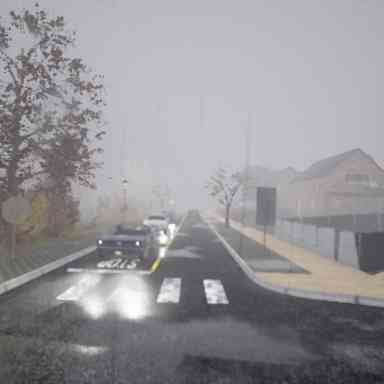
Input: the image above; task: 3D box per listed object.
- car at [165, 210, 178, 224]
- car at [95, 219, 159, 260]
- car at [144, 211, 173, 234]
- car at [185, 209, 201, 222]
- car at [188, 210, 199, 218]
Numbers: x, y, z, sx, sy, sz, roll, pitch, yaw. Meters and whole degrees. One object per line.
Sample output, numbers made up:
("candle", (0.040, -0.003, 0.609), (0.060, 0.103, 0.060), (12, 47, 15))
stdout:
("car", (-2.749, 2.961, 40.240), (2.128, 1.511, 4.902), (2, -2, 0))
("car", (-2.803, 2.112, 14.902), (1.895, 1.301, 4.718), (2, -2, 0))
("car", (-2.792, 2.469, 26.374), (1.812, 1.442, 4.674), (2, -2, 0))
("car", (0.189, 3.185, 46.960), (2.097, 1.767, 4.553), (2, -2, 1))
("car", (0.198, 3.944, 60.176), (1.895, 1.301, 4.718), (2, -2, 0))
